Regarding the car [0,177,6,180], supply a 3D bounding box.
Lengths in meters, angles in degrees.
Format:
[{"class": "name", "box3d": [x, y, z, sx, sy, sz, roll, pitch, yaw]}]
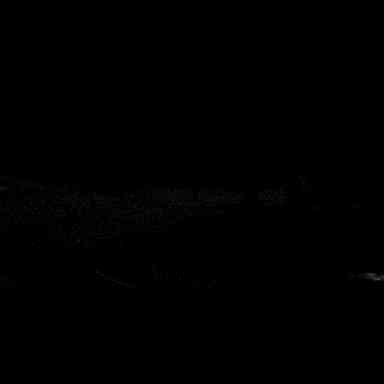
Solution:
[{"class": "car", "box3d": [-27.630, -0.820, 48.333, 2.185, 1.767, 4.553, 5, 6, 30]}]

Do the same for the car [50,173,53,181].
[{"class": "car", "box3d": [-30.539, -3.092, 79.400, 2.231, 1.521, 4.892, 5, 4, 30]}]

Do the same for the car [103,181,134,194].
[{"class": "car", "box3d": [-11.895, -0.555, 55.970, 2.097, 1.535, 5.008, 5, 4, 32]}]

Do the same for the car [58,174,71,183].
[{"class": "car", "box3d": [-26.742, -2.556, 74.762, 2.163, 1.488, 4.792, 5, 4, 31]}]

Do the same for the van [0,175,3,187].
[{"class": "van", "box3d": [-35.281, -1.898, 57.181, 1.878, 1.987, 4.442, 5, 6, 30]}]

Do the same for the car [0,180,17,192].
[{"class": "car", "box3d": [-29.564, -0.909, 50.540, 2.163, 1.488, 4.792, 5, 6, 30]}]

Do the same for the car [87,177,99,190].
[{"class": "car", "box3d": [-15.588, -1.311, 60.622, 2.435, 2.045, 5.566, 6, 5, 32]}]

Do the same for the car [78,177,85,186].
[{"class": "car", "box3d": [-19.304, -1.693, 65.328, 2.185, 1.767, 4.553, 5, 4, 32]}]

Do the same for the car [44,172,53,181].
[{"class": "car", "box3d": [-32.414, -3.598, 81.721, 2.435, 2.045, 5.566, 5, 4, 30]}]

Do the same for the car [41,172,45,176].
[{"class": "car", "box3d": [-34.438, -3.596, 83.849, 1.946, 1.575, 5.366, 6, 5, 30]}]

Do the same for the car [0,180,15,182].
[{"class": "car", "box3d": [-25.743, -0.419, 46.102, 2.163, 1.488, 4.792, 4, 5, 30]}]

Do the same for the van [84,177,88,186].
[{"class": "van", "box3d": [-17.486, -1.537, 62.896, 1.878, 1.987, 4.442, 6, 5, 32]}]

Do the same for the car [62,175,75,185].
[{"class": "car", "box3d": [-24.869, -2.330, 72.402, 2.231, 1.521, 4.892, 6, 5, 31]}]

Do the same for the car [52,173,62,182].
[{"class": "car", "box3d": [-28.614, -3.090, 77.081, 2.435, 2.045, 5.566, 5, 4, 31]}]

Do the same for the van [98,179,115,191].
[{"class": "van", "box3d": [-13.669, -1.037, 58.405, 1.878, 1.987, 4.442, 5, 4, 32]}]

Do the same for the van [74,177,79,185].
[{"class": "van", "box3d": [-21.079, -2.052, 67.796, 1.878, 1.987, 4.442, 5, 4, 32]}]

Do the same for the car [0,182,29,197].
[{"class": "car", "box3d": [-23.857, -0.159, 43.832, 2.002, 1.452, 4.674, 4, 5, 30]}]

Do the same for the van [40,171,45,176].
[{"class": "van", "box3d": [-36.184, -4.078, 86.394, 1.878, 1.987, 4.442, 5, 4, 30]}]
